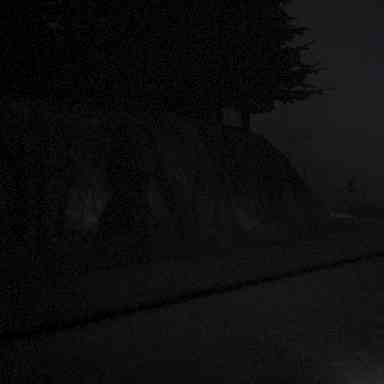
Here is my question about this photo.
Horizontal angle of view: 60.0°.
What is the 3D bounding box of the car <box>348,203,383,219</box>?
[{"bbox_3d":[15.514,1.601,27.240,1.895,1.301,4.718,0,0,-36],"label":"car"}]
